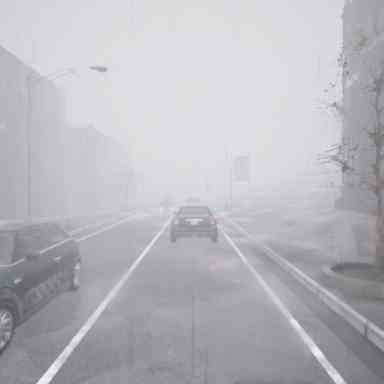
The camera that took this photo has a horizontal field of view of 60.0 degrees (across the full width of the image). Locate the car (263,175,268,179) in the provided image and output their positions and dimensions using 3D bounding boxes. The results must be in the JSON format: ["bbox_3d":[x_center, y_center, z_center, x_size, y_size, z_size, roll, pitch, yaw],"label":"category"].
[{"bbox_3d":[21.727,-4.058,90.287,2.231,1.521,4.892,0,1,-1],"label":"car"}]

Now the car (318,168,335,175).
[{"bbox_3d":[24.234,-3.432,57.021,2.002,1.452,4.674,0,1,-7],"label":"car"}]

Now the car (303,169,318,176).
[{"bbox_3d":[23.531,-3.543,62.494,2.163,1.488,4.792,0,1,-6],"label":"car"}]

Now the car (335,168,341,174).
[{"bbox_3d":[25.039,-3.370,51.660,2.231,1.521,4.892,0,1,-9],"label":"car"}]

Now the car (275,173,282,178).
[{"bbox_3d":[22.090,-3.842,79.228,2.002,1.452,4.674,0,1,-3],"label":"car"}]

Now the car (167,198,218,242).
[{"bbox_3d":[0.099,1.346,16.428,2.097,1.767,4.553,0,0,0],"label":"car"}]

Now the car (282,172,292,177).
[{"bbox_3d":[22.442,-3.780,73.691,2.097,1.535,5.008,0,1,-4],"label":"car"}]

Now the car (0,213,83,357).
[{"bbox_3d":[-3.600,1.349,5.898,2.097,1.767,4.553,0,0,0],"label":"car"}]

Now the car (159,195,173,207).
[{"bbox_3d":[-3.572,1.333,48.928,2.097,1.767,4.553,0,0,0],"label":"car"}]

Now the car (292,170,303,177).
[{"bbox_3d":[22.911,-3.804,68.185,2.185,1.767,4.553,0,1,-5],"label":"car"}]

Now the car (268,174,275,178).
[{"bbox_3d":[21.856,-3.979,84.769,2.231,1.521,4.892,0,1,-1],"label":"car"}]
